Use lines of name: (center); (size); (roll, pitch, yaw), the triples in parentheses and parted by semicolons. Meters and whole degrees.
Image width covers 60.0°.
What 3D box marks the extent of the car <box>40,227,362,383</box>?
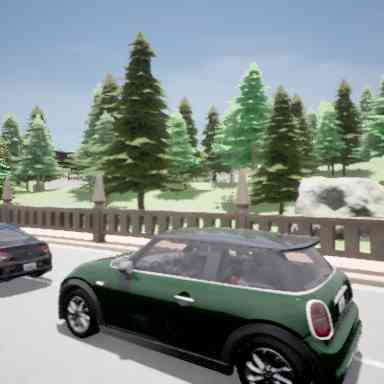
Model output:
car: (-0.001, 1.337, 5.116); (4.553, 1.767, 2.097); (0, 0, 34)

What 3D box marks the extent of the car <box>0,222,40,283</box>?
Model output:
car: (-5.608, 1.502, 8.618); (4.674, 1.442, 1.812); (0, 0, 30)
